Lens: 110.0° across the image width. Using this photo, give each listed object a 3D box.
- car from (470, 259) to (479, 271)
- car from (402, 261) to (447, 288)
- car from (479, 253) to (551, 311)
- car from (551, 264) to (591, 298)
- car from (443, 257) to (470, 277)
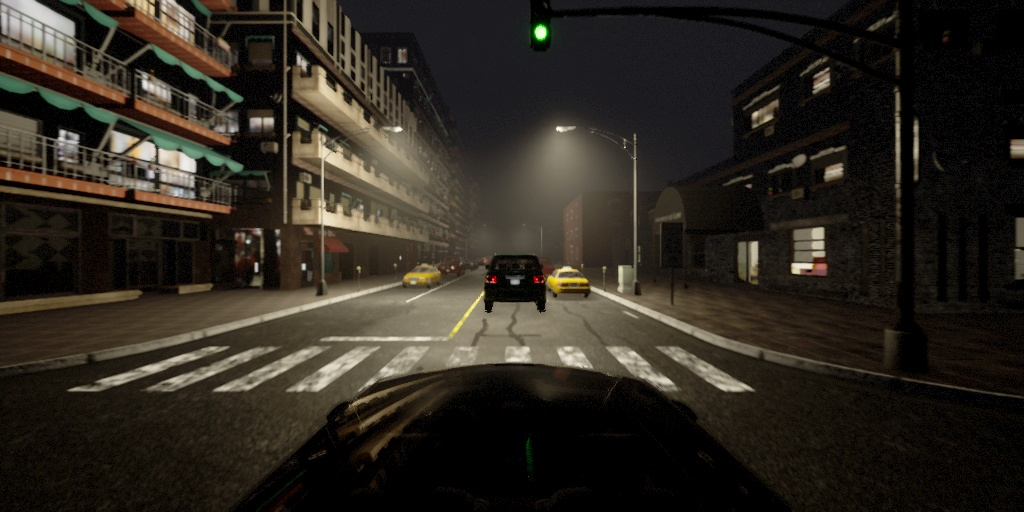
[{"bbox_3d":[-5.681,1.187,45.398,2.007,1.370,4.403,0,0,0],"label":"car"},{"bbox_3d":[-5.686,1.209,23.071,1.751,1.417,4.829,0,0,0],"label":"car"},{"bbox_3d":[0.101,0.921,14.216,2.150,2.045,5.566,0,0,0],"label":"car"},{"bbox_3d":[2.694,1.213,17.871,1.751,1.417,4.829,0,0,0],"label":"car"},{"bbox_3d":[-5.683,0.973,34.320,2.192,1.841,5.009,0,0,0],"label":"car"}]
